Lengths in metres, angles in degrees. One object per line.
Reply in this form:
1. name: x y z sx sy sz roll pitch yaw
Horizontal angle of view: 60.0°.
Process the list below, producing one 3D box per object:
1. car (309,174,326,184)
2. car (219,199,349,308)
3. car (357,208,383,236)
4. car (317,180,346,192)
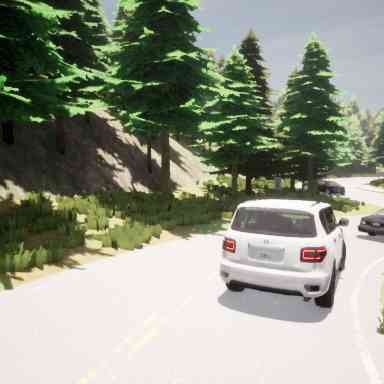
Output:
1. car: 22.064 -2.333 58.230 1.882 1.535 5.008 3 6 31
2. car: 2.552 1.198 8.360 2.150 2.045 5.566 3 2 27
3. car: 10.132 1.410 15.807 5.357 1.411 2.033 -1 5 -32
4. car: 16.075 -0.561 38.908 1.882 1.535 5.008 -1 5 -2
